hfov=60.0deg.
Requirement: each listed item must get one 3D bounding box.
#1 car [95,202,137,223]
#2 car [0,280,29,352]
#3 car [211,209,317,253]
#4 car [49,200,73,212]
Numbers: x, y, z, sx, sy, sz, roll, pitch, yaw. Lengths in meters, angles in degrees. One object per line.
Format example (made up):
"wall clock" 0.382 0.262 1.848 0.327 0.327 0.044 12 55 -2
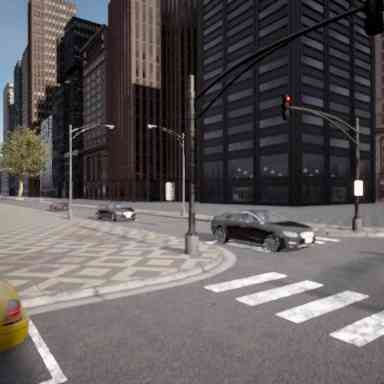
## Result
"car" -6.113 1.536 26.462 2.128 1.511 4.902 0 0 -36
"car" -4.436 1.528 3.487 4.829 1.417 1.752 0 0 -36
"car" 2.811 1.498 14.060 2.128 1.511 4.902 0 0 -36
"car" -15.738 1.647 39.870 1.994 1.385 4.181 0 0 -35
